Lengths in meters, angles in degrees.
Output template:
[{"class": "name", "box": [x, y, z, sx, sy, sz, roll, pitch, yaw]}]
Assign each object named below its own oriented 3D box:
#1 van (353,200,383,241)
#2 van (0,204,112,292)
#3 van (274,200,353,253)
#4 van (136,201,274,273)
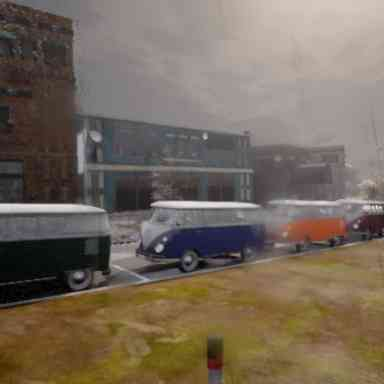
[{"class": "van", "box": [8.963, 1.430, 17.792, 4.442, 1.987, 1.878, 2, 0, -44]}, {"class": "van", "box": [-4.110, 1.246, 7.305, 4.442, 1.987, 1.878, 2, 0, -38]}, {"class": "van", "box": [4.720, 1.359, 14.146, 4.442, 1.987, 1.878, 2, 0, -39]}, {"class": "van", "box": [0.357, 1.297, 10.650, 4.442, 1.987, 1.878, 2, 0, -39]}]
